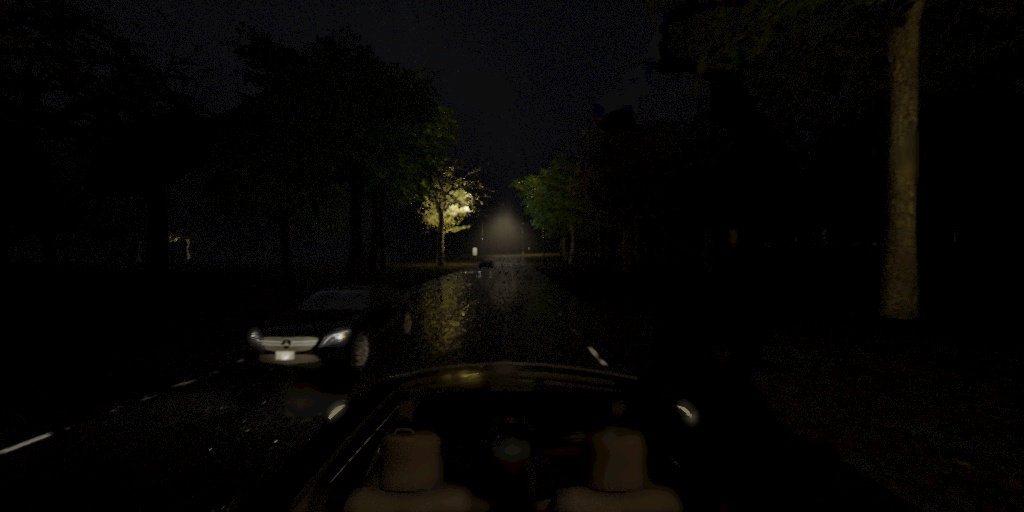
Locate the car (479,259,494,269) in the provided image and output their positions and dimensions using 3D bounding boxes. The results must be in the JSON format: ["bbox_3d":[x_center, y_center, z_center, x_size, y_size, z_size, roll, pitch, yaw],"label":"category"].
[{"bbox_3d":[-3.591,1.141,50.233,1.895,1.301,4.718,0,1,0],"label":"car"}]

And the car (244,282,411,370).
[{"bbox_3d":[-3.600,1.341,8.019,1.812,1.442,4.674,0,-1,0],"label":"car"}]
